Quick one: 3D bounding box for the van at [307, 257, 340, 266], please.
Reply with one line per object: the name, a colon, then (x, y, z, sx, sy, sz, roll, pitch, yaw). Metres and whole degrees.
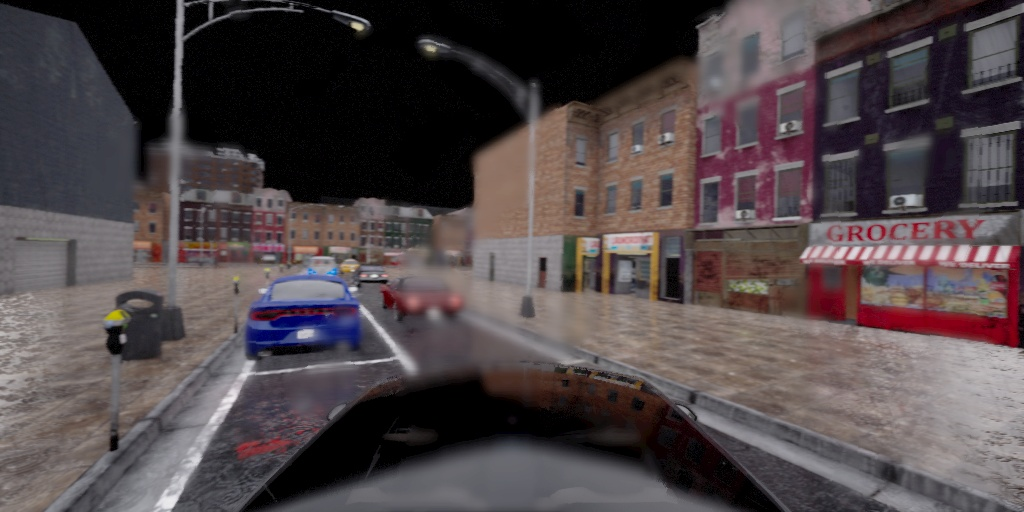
van: (-12.310, 0.938, 23.222, 1.690, 1.789, 3.998, 0, 0, -28)

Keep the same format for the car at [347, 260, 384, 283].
car: (-9.412, 1.222, 23.652, 2.033, 1.411, 5.357, 2, 0, -29)

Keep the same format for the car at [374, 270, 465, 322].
car: (-3.295, 1.344, 12.303, 1.895, 1.301, 4.718, 2, -1, -28)

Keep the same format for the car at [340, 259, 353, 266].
car: (-16.652, 1.053, 36.881, 1.801, 1.575, 5.366, 2, -1, -28)

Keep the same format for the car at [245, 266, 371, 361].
car: (-4.626, 1.156, 8.220, 1.882, 1.535, 5.008, 2, 0, -28)
